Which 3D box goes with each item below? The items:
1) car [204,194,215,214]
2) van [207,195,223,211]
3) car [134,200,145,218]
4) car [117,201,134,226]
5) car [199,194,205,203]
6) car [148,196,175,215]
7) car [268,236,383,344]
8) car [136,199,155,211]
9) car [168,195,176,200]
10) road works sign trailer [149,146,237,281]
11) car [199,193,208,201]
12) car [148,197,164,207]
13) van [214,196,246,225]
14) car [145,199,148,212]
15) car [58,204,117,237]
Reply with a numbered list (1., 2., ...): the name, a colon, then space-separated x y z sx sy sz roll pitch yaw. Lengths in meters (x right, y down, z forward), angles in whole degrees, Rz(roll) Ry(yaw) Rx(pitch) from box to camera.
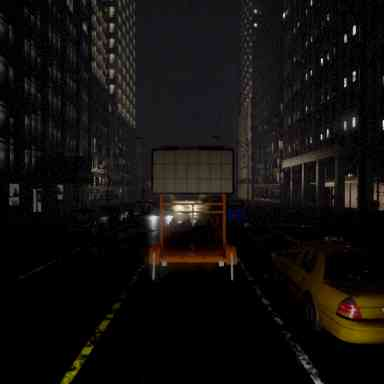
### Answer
1. car: 2.755 1.307 34.834 2.192 1.841 5.009 -1 0 0
2. van: 2.768 1.332 40.518 1.690 1.788 3.998 -1 0 0
3. car: -5.635 1.538 29.168 1.887 1.381 4.507 -1 0 0
4. car: -5.647 1.560 23.485 1.947 1.339 4.313 -1 0 0
5. car: 2.819 1.535 63.252 2.008 1.369 4.403 -1 0 0
6. car: -2.928 1.497 33.505 1.837 1.490 4.892 0 0 0
7. car: 2.697 1.524 6.586 1.752 1.417 4.829 -1 0 0
8. car: -5.610 1.572 40.536 1.802 1.307 4.206 -1 0 0
9. car: -5.501 1.501 91.519 1.752 1.417 4.829 -1 0 0
10. road works sign trailer: 0.025 0.462 9.825 2.380 3.560 2.880 0 0 0
11. car: 2.865 1.293 85.987 2.192 1.841 5.009 -1 0 0
12. car: -5.586 1.538 51.903 2.008 1.369 4.403 -1 0 0
13. van: 2.731 1.335 23.467 1.690 1.788 3.998 -1 0 0
14. car: -5.624 1.543 34.852 2.008 1.369 4.403 -1 0 0
15. car: -5.660 1.547 17.801 2.008 1.369 4.403 -1 0 0
